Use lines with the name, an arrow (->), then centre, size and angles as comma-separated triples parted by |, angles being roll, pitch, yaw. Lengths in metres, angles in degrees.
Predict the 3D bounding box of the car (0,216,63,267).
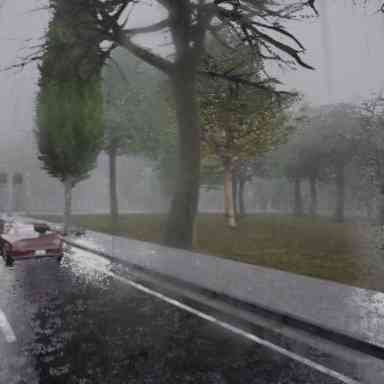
car -> -6.385, 1.883, 12.935 | 1.812, 1.442, 4.674 | 2, -2, -36
